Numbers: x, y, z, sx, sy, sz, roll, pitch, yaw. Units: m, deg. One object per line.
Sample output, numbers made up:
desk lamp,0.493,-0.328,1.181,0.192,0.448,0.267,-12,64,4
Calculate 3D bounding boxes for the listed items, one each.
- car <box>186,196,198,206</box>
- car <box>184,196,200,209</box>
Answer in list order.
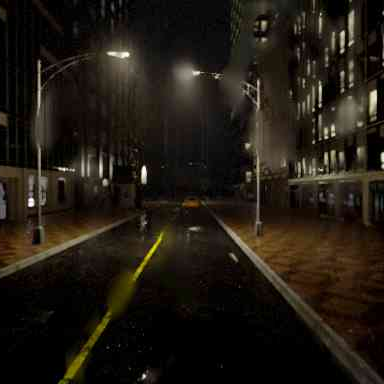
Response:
car,-0.014,1.455,54.409,1.837,1.490,4.892,0,0,0
car,-0.012,1.431,43.993,1.882,1.535,5.008,0,0,0
